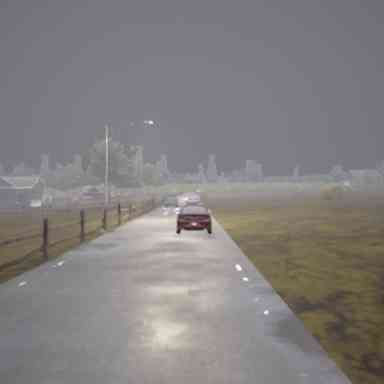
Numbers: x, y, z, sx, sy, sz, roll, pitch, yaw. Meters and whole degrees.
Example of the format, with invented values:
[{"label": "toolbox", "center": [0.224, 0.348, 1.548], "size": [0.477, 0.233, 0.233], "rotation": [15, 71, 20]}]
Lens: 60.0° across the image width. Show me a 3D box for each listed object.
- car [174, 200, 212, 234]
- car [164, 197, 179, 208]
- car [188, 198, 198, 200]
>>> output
[{"label": "car", "center": [0.112, 1.464, 19.277], "size": [1.882, 1.535, 5.008], "rotation": [0, 0, 0]}, {"label": "car", "center": [-2.769, 1.419, 46.639], "size": [1.837, 1.490, 4.892], "rotation": [0, 0, 1]}, {"label": "car", "center": [0.122, 1.471, 39.860], "size": [1.812, 1.442, 4.674], "rotation": [0, 0, 0]}]
